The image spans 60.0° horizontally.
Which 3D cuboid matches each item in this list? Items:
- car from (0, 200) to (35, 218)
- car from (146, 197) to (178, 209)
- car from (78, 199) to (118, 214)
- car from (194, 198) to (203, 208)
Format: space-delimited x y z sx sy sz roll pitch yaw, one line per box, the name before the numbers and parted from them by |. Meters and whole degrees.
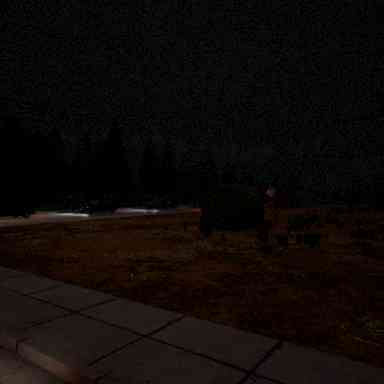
car | -16.146 1.504 28.609 1.882 1.535 5.008 0 0 36
car | -4.010 1.504 44.993 1.882 1.535 5.008 0 0 37
car | -10.224 1.552 36.606 1.812 1.442 4.674 0 0 37
car | 2.226 1.532 47.226 1.837 1.490 4.892 0 0 36
